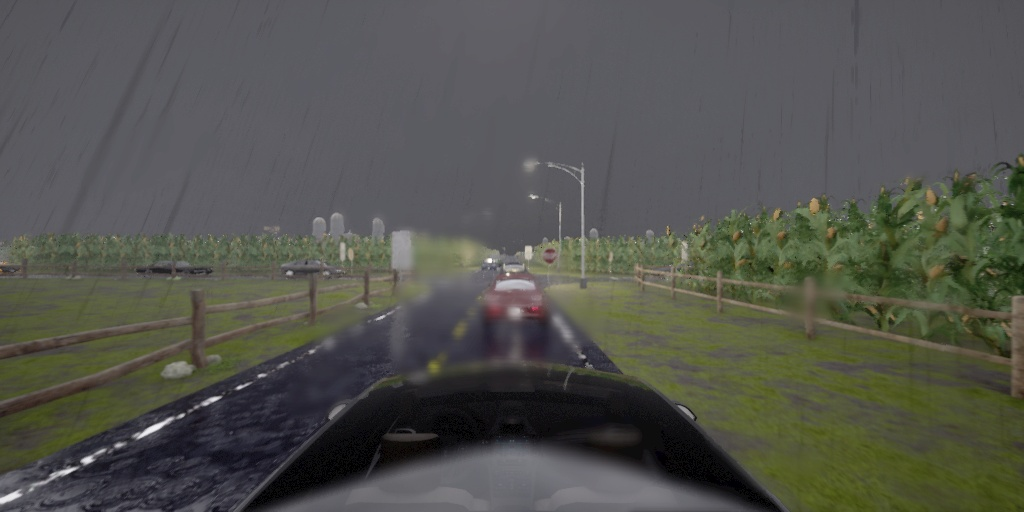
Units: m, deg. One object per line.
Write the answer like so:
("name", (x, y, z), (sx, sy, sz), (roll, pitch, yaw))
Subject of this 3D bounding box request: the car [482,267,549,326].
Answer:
("car", (0.104, 1.229, 11.290), (1.812, 1.442, 4.674), (0, 0, 0))

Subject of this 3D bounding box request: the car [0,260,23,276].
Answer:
("car", (-42.456, 0.854, 28.721), (5.008, 1.535, 1.882), (0, 0, 1))

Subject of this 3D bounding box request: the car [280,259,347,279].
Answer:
("car", (-15.648, 1.021, 28.413), (4.892, 1.490, 1.837), (0, 0, 1))

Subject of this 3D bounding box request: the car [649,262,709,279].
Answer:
("car", (14.471, 1.225, 31.046), (4.892, 1.490, 1.837), (0, 0, 1))

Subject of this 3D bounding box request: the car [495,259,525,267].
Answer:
("car", (0.110, 1.153, 22.478), (1.837, 1.490, 4.892), (0, 1, 0))

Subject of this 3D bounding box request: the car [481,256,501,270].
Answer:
("car", (-2.813, 1.066, 45.856), (2.033, 1.411, 5.357), (0, 0, 0))

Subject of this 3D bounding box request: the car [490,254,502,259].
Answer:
("car", (-2.783, 0.671, 58.446), (2.150, 2.045, 5.566), (0, 0, 0))

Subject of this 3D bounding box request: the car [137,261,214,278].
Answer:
("car", (-26.623, 1.057, 28.529), (4.718, 1.301, 1.895), (0, 0, 1))
